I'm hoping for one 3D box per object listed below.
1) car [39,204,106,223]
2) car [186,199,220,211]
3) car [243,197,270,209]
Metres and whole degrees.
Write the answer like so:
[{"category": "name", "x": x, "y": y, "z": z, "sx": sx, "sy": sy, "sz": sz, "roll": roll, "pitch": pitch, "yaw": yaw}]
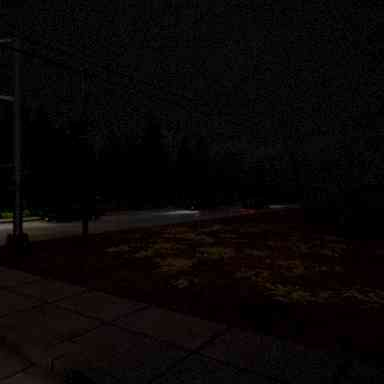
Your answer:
[{"category": "car", "x": -9.066, "y": 1.599, "z": 25.506, "sx": 1.895, "sy": 1.301, "sz": 4.718, "roll": 0, "pitch": 0, "yaw": 37}, {"category": "car", "x": 1.324, "y": 1.509, "z": 39.521, "sx": 1.895, "sy": 1.301, "sz": 4.718, "roll": 0, "pitch": 0, "yaw": 37}, {"category": "car", "x": 8.358, "y": 1.357, "z": 42.818, "sx": 2.128, "sy": 1.511, "sz": 4.902, "roll": 0, "pitch": 0, "yaw": 37}]
